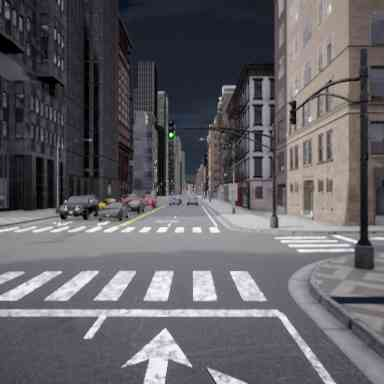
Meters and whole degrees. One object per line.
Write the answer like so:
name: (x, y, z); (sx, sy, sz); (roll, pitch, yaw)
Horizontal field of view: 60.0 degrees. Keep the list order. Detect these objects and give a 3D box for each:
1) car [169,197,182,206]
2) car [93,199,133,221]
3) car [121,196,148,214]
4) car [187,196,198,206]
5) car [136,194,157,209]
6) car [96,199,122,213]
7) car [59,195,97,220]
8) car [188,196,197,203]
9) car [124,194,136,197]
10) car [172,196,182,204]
car: (-3.123, 1.749, 59.081); (2.033, 1.411, 5.357); (0, 0, 0)
car: (-6.515, 1.581, 27.987); (1.837, 1.490, 4.892); (0, 0, -1)
car: (-6.514, 1.590, 37.406); (1.882, 1.535, 5.008); (0, 0, 0)
car: (0.129, 1.769, 59.906); (1.994, 1.385, 4.181); (0, 0, 0)
car: (-6.481, 1.388, 50.022); (2.150, 2.045, 5.566); (0, -1, 0)
car: (-9.758, 1.598, 39.431); (1.882, 1.535, 5.008); (0, 0, 0)
car: (-9.797, 1.303, 29.441); (2.150, 2.045, 5.566); (0, 0, -2)
car: (0.151, 1.621, 69.912); (1.812, 1.442, 4.674); (0, 0, 0)
car: (-9.722, 1.392, 52.020); (2.150, 2.045, 5.566); (0, 0, 0)
car: (-3.100, 1.723, 69.503); (1.882, 1.535, 5.008); (0, 0, 0)
